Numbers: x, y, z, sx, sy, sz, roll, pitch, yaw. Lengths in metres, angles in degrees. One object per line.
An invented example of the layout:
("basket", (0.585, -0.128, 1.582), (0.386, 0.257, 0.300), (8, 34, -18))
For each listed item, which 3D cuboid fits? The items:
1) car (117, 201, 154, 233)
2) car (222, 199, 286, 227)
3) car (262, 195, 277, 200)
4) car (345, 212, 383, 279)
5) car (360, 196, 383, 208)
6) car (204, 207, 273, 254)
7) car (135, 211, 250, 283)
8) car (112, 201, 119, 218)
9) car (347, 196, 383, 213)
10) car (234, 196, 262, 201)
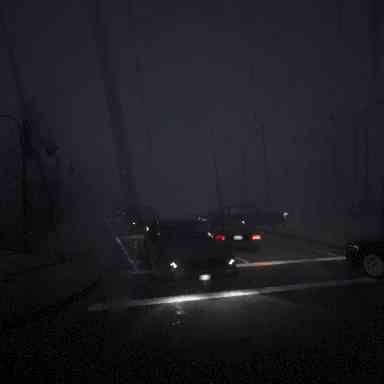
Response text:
("car", (-3.101, 1.529, 19.945), (2.033, 1.411, 5.357), (0, 0, -17))
("car", (2.849, 1.466, 19.894), (5.357, 1.411, 2.033), (-3, 1, -15))
("car", (10.355, 1.277, 47.111), (2.152, 1.636, 5.027), (0, 0, -17))
("car", (6.531, 1.475, 8.238), (5.008, 1.535, 1.882), (0, 0, 39))
("car", (23.911, 1.274, 43.180), (1.845, 1.501, 3.633), (0, 0, -17))
("car", (1.351, 1.538, 13.389), (2.033, 1.411, 5.357), (0, 0, -4))
("car", (-0.371, 1.543, 10.110), (2.033, 1.411, 5.357), (0, 0, -15))
("car", (-6.258, 1.515, 30.098), (2.033, 1.411, 5.357), (0, 0, -17))
("car", (15.598, 1.356, 29.196), (1.970, 1.475, 3.806), (0, 0, -17))
("car", (7.366, 1.287, 46.156), (2.007, 1.523, 4.514), (0, 0, -17))
